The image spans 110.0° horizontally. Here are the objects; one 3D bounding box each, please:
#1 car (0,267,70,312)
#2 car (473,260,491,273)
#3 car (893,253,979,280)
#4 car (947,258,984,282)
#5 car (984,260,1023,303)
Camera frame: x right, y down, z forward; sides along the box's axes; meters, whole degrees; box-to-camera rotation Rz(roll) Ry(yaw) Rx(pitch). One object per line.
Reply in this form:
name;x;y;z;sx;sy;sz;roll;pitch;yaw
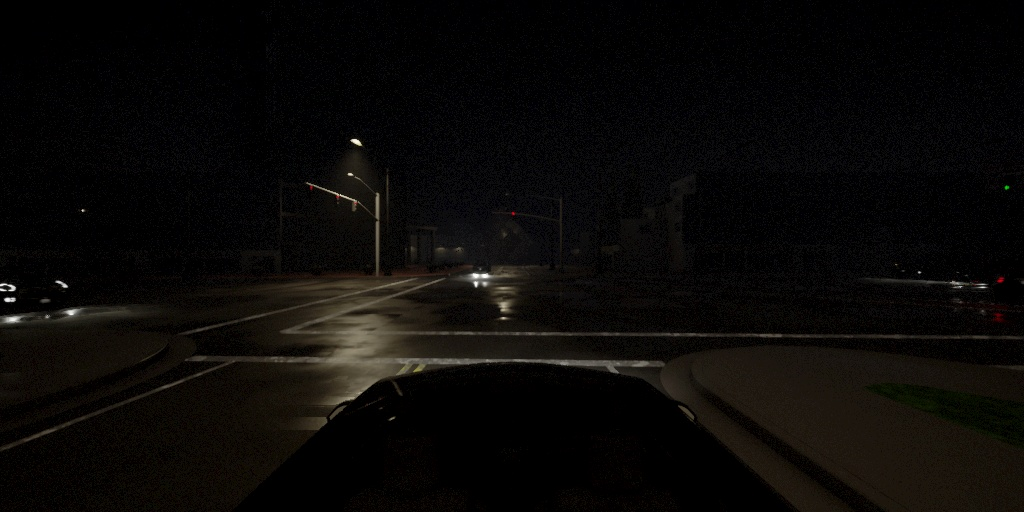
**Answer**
car;-20.247;1.190;13.846;4.553;1.767;2.097;-1;0;0
car;-3.562;1.236;43.087;2.128;1.511;4.902;0;0;0
car;33.756;0.781;28.438;5.566;2.045;2.150;-1;0;0
car;34.006;1.062;24.941;4.892;1.490;1.837;-1;0;0
car;22.528;1.056;14.259;4.553;1.767;2.097;0;0;-1
